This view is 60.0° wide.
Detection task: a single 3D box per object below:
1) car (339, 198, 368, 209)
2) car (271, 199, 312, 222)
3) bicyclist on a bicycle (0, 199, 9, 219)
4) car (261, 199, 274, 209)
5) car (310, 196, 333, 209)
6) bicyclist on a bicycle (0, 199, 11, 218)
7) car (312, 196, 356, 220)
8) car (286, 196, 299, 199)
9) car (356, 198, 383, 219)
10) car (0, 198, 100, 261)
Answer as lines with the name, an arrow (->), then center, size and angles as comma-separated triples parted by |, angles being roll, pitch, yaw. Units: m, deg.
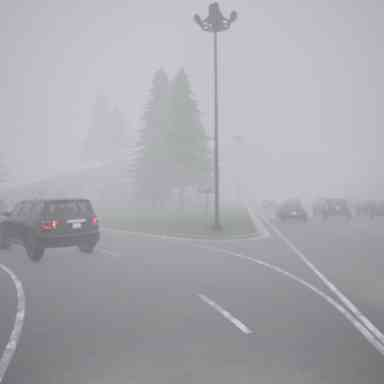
car -> 20.543, 1.433, 42.556 | 1.895, 1.301, 4.718 | 0, 0, 8
car -> 7.643, 1.500, 25.929 | 1.994, 1.385, 4.181 | 0, 0, 8
bicyclist on a bicycle -> -16.200, 1.426, 27.817 | 0.582, 1.620, 1.656 | 0, 0, 15
car -> 10.142, 1.515, 43.993 | 1.895, 1.301, 4.718 | 0, 0, 8
car -> 17.287, 1.362, 44.561 | 1.837, 1.490, 4.892 | 0, 0, 8
bicyclist on a bicycle -> -15.726, 1.422, 27.686 | 0.582, 1.620, 1.656 | 0, 0, 16
car -> 11.360, 1.259, 27.269 | 2.097, 1.767, 4.553 | 0, 0, 8
car -> 14.028, 1.361, 46.557 | 1.882, 1.535, 5.008 | 0, 0, 8
car -> 14.873, 1.370, 27.118 | 2.128, 1.511, 4.902 | 0, 0, 8
car -> -5.685, 1.258, 12.820 | 5.566, 2.045, 2.150 | -2, -1, 45
